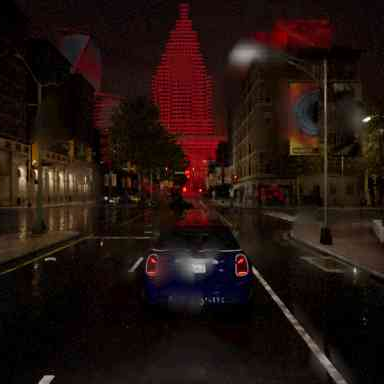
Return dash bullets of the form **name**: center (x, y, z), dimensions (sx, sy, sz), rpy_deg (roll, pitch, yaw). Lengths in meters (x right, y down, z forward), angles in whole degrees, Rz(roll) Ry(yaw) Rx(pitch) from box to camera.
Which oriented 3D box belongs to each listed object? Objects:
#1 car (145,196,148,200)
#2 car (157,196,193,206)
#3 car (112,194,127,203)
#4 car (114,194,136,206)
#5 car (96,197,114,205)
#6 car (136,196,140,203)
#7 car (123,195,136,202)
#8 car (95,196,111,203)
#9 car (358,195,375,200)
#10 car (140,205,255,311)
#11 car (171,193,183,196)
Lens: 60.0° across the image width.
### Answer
- **car**: center (-11.197, 1.553, 75.785), dimensions (1.994, 1.385, 4.181), rpy_deg (0, 0, 0)
- **car**: center (-1.893, 1.547, 38.691), dimensions (2.033, 1.411, 5.357), rpy_deg (0, 0, 33)
- **car**: center (-14.729, 1.352, 68.050), dimensions (2.097, 1.767, 4.553), rpy_deg (0, 0, 0)
- **car**: center (-11.356, 1.526, 56.764), dimensions (1.812, 1.442, 4.674), rpy_deg (0, 0, 0)
- **car**: center (-14.846, 1.547, 57.940), dimensions (2.033, 1.411, 5.357), rpy_deg (0, 0, 1)
- **car**: center (-11.266, 1.478, 65.912), dimensions (1.882, 1.535, 5.008), rpy_deg (0, 0, 1)
- **car**: center (-14.686, 1.525, 78.451), dimensions (2.128, 1.511, 4.902), rpy_deg (0, 0, 0)
- **car**: center (-17.980, 1.595, 67.444), dimensions (1.895, 1.301, 4.718), rpy_deg (0, 0, 0)
- **car**: center (34.720, 1.481, 68.626), dimensions (2.231, 1.521, 4.892), rpy_deg (0, 0, 0)
- **car**: center (0.105, 1.352, 7.923), dimensions (2.097, 1.767, 4.553), rpy_deg (0, 0, 0)
- **car**: center (-3.127, 1.221, 67.659), dimensions (2.150, 2.045, 5.566), rpy_deg (0, 0, 0)
